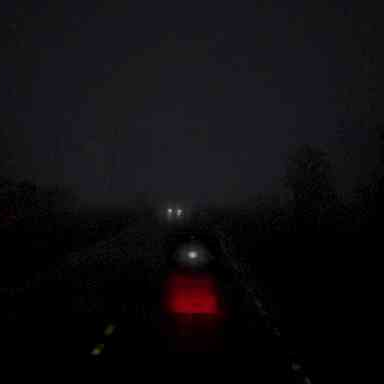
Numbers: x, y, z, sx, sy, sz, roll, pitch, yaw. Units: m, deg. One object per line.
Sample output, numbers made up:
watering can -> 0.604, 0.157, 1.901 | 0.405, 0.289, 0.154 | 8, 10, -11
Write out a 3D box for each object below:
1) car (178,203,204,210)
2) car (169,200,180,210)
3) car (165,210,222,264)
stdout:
car -> 0.048, 1.842, 28.047 | 1.812, 1.442, 4.674 | 0, 0, 1
car -> -2.821, 2.142, 55.570 | 1.837, 1.490, 4.892 | 0, -1, 0
car -> 0.044, 1.645, 12.398 | 1.837, 1.490, 4.892 | 0, 0, 1
